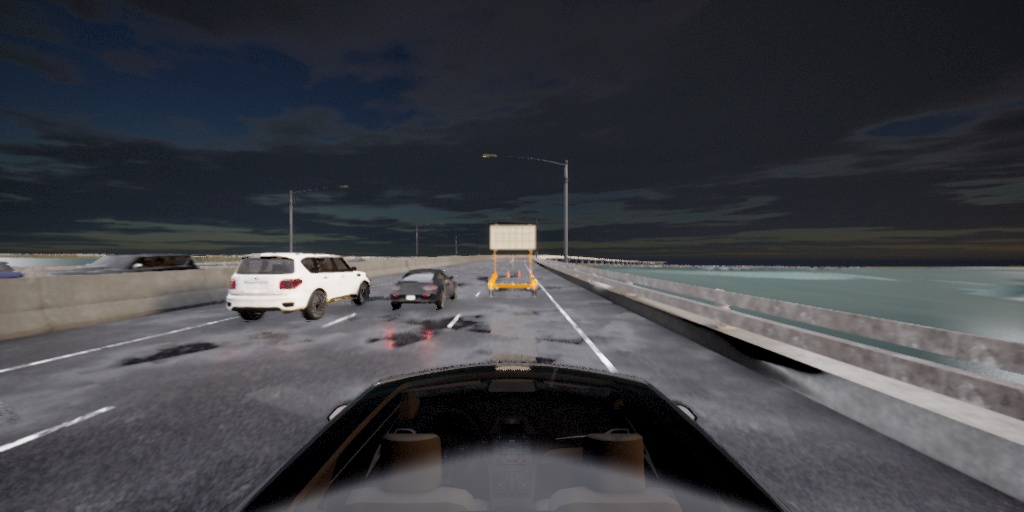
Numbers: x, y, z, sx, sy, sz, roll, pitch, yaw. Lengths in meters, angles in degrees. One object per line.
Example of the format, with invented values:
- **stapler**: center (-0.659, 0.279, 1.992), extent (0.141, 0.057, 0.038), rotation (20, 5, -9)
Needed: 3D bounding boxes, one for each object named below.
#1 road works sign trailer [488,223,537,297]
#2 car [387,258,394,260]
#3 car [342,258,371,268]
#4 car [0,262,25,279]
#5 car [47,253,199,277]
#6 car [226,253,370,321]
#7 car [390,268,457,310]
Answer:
- **road works sign trailer**: center (0.042, 0.132, 18.034), extent (2.380, 3.560, 2.880), rotation (0, 0, 0)
- **car**: center (-20.415, 1.046, 59.836), extent (1.895, 1.301, 4.718), rotation (0, 0, 2)
- **car**: center (-24.013, 1.016, 55.592), extent (2.033, 1.411, 5.357), rotation (0, 0, 2)
- **car**: center (-24.557, 1.026, 15.390), extent (2.097, 1.767, 4.553), rotation (0, 0, 0)
- **car**: center (-17.554, 0.892, 16.599), extent (2.150, 2.045, 5.566), rotation (0, 0, 0)
- **car**: center (-6.877, 0.916, 12.329), extent (2.150, 2.045, 5.566), rotation (0, 0, 0)
- **car**: center (-3.368, 1.212, 14.259), extent (1.812, 1.442, 4.674), rotation (0, 0, 0)
